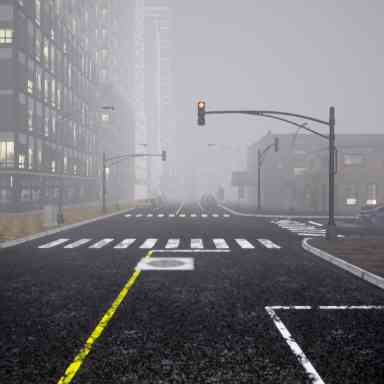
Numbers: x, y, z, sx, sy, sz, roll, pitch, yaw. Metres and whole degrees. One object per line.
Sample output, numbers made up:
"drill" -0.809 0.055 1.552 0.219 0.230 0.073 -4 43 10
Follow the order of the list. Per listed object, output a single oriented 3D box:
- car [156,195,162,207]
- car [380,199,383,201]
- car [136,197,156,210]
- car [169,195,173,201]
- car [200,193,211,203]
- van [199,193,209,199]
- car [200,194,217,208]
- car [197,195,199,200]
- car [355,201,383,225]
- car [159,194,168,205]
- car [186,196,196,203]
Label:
"car" -5.824 1.555 47.529 1.947 1.339 4.313 -1 0 0
"car" 16.438 1.415 27.260 5.009 1.841 2.192 1 0 1
"car" -5.976 1.515 41.715 1.752 1.417 4.829 -1 0 0
"car" -5.955 1.509 86.869 1.752 1.417 4.829 -1 0 0
"car" 2.865 1.212 73.442 2.150 2.045 5.566 0 0 0
"van" 2.501 1.329 53.147 1.690 1.788 3.998 -1 0 0
"car" 2.521 1.429 47.503 1.967 1.590 4.097 -1 0 0
"car" 2.482 1.302 58.791 2.192 1.841 5.009 -1 0 0
"car" 14.610 1.649 24.680 4.674 1.442 1.812 1 1 0
"car" -5.861 1.553 58.819 1.947 1.339 4.313 -1 0 0
"car" -0.229 1.509 69.674 2.128 1.511 4.902 0 0 0
